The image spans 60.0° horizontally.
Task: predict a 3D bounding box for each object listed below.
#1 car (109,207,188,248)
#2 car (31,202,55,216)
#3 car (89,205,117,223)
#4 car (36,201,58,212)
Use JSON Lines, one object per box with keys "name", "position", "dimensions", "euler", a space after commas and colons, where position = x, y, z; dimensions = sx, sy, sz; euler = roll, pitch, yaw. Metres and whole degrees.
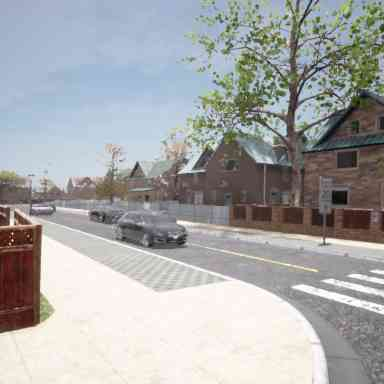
{"name": "car", "position": [-2.041, 1.658, 15.799], "dimensions": [1.837, 1.490, 4.892], "euler": [2, -2, -34]}
{"name": "car", "position": [-17.467, 2.072, 38.648], "dimensions": [1.895, 1.301, 4.718], "euler": [2, -2, -34]}
{"name": "car", "position": [-7.605, 1.878, 29.261], "dimensions": [2.128, 1.511, 4.902], "euler": [2, -2, -34]}
{"name": "car", "position": [-22.229, 2.202, 50.832], "dimensions": [2.128, 1.511, 4.902], "euler": [2, -2, -34]}
